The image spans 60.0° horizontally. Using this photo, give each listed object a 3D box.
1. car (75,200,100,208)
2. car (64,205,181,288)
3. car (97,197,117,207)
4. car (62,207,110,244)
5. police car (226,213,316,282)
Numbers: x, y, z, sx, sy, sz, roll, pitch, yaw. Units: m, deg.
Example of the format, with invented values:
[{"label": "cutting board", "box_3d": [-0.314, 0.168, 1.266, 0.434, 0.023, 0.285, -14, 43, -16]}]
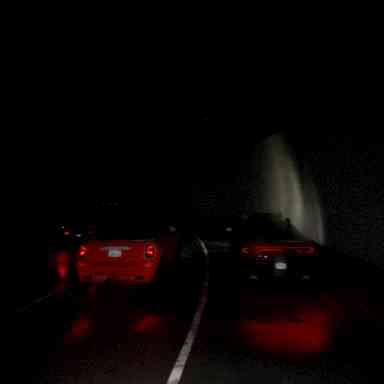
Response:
[{"label": "car", "box_3d": [-11.339, 1.907, 35.183, 1.812, 1.442, 4.674, -1, 0, -25]}, {"label": "car", "box_3d": [-1.571, 1.431, 9.687, 2.097, 1.767, 4.553, -1, 0, 5]}, {"label": "car", "box_3d": [-11.119, 1.638, 42.529, 2.150, 2.045, 5.566, -1, 0, -26]}, {"label": "car", "box_3d": [-5.148, 1.703, 16.757, 1.812, 1.442, 4.674, -1, 0, -5]}, {"label": "police car", "box_3d": [2.095, 1.443, 9.950, 1.930, 1.638, 5.238, -1, 0, 3]}]
